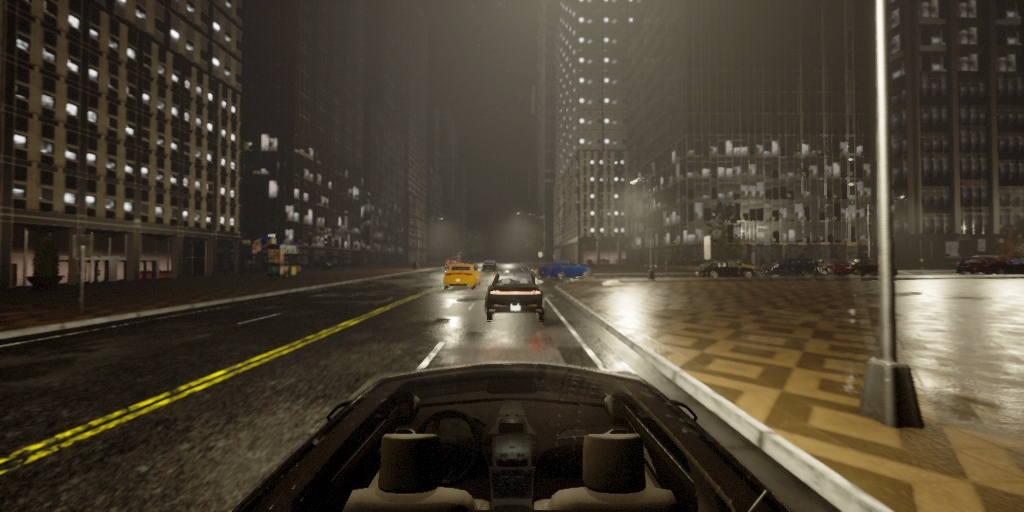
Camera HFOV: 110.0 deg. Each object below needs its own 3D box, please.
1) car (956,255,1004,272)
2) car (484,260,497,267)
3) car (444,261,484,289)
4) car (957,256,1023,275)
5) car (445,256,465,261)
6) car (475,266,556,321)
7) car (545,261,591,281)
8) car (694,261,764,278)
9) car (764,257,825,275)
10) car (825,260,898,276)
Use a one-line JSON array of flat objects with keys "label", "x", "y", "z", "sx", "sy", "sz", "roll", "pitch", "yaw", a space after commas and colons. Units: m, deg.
[{"label": "car", "x": 41.803, "y": 0.695, "z": 31.168, "sx": 4.553, "sy": 1.767, "sz": 2.097, "roll": -1, "pitch": -1, "yaw": 0}, {"label": "car", "x": -3.147, "y": 1.340, "z": 50.899, "sx": 2.128, "sy": 1.511, "sz": 4.902, "roll": 0, "pitch": 0, "yaw": 0}, {"label": "car", "x": -3.150, "y": 1.271, "z": 23.411, "sx": 1.882, "sy": 1.535, "sz": 5.008, "roll": 0, "pitch": 0, "yaw": 0}, {"label": "car", "x": 38.925, "y": 0.867, "z": 28.452, "sx": 4.507, "sy": 1.381, "sz": 1.888, "roll": 0, "pitch": 0, "yaw": -1}, {"label": "car", "x": -9.791, "y": 1.089, "z": 60.069, "sx": 2.150, "sy": 2.045, "sz": 5.566, "roll": 0, "pitch": 0, "yaw": 1}, {"label": "car", "x": 0.101, "y": 1.263, "z": 12.488, "sx": 2.128, "sy": 1.511, "sz": 4.902, "roll": 0, "pitch": 0, "yaw": 0}, {"label": "car", "x": 4.496, "y": 1.170, "z": 30.042, "sx": 5.008, "sy": 1.535, "sz": 1.882, "roll": -1, "pitch": -2, "yaw": -35}, {"label": "car", "x": 16.690, "y": 1.082, "z": 28.164, "sx": 4.403, "sy": 1.370, "sz": 2.007, "roll": 0, "pitch": 0, "yaw": -1}, {"label": "car", "x": 26.397, "y": 0.896, "z": 34.089, "sx": 4.553, "sy": 1.767, "sz": 2.097, "roll": -1, "pitch": -1, "yaw": -1}, {"label": "car", "x": 27.807, "y": 1.008, "z": 28.308, "sx": 4.207, "sy": 1.307, "sz": 1.802, "roll": 0, "pitch": 0, "yaw": -1}]
